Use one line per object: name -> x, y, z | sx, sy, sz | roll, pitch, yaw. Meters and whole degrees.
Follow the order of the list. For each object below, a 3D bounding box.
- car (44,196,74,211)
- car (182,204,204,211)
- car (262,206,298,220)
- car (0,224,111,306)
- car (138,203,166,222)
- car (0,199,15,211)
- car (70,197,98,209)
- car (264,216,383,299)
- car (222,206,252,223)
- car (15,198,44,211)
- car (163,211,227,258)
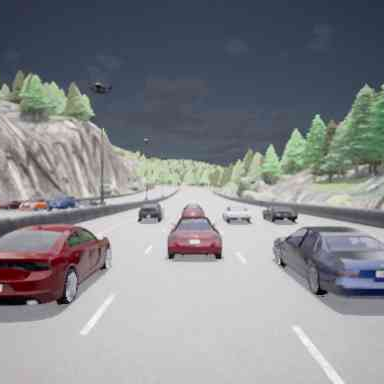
car -> -17.593, 1.514, 45.349 | 2.150, 2.045, 5.566 | 0, -1, 0
car -> 0.086, 1.750, 28.954 | 1.994, 1.385, 4.181 | 0, 0, 0
car -> 7.088, 1.777, 27.379 | 1.895, 1.301, 4.718 | 0, 0, 0
car -> -3.405, 1.531, 8.251 | 1.882, 1.535, 5.008 | 0, 0, 0
car -> -3.413, 1.688, 28.517 | 1.837, 1.490, 4.892 | 0, 0, 0
car -> -24.593, 1.764, 44.787 | 1.882, 1.535, 5.008 | 0, -1, 0
car -> -14.097, 1.779, 44.650 | 2.128, 1.511, 4.902 | 0, -1, 0
car -> 3.596, 1.604, 8.758 | 2.033, 1.411, 5.357 | 0, 0, 0
car -> 3.588, 1.777, 27.386 | 1.895, 1.301, 4.718 | 0, 0, 0
car -> -21.095, 1.635, 44.427 | 2.097, 1.767, 4.553 | 0, 0, 0
car -> 0.094, 1.649, 13.167 | 1.994, 1.385, 4.181 | 0, 0, 0
